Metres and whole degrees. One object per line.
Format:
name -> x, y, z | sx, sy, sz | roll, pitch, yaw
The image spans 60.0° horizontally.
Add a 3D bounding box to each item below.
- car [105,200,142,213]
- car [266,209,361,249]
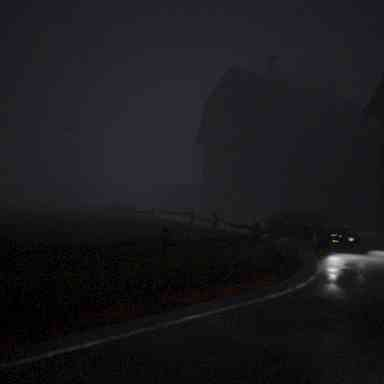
car -> -6.649, 1.560, 31.999 | 1.882, 1.535, 5.008 | 0, 0, -38
car -> 5.343, 1.589, 15.303 | 1.837, 1.490, 4.892 | 0, 1, -22
